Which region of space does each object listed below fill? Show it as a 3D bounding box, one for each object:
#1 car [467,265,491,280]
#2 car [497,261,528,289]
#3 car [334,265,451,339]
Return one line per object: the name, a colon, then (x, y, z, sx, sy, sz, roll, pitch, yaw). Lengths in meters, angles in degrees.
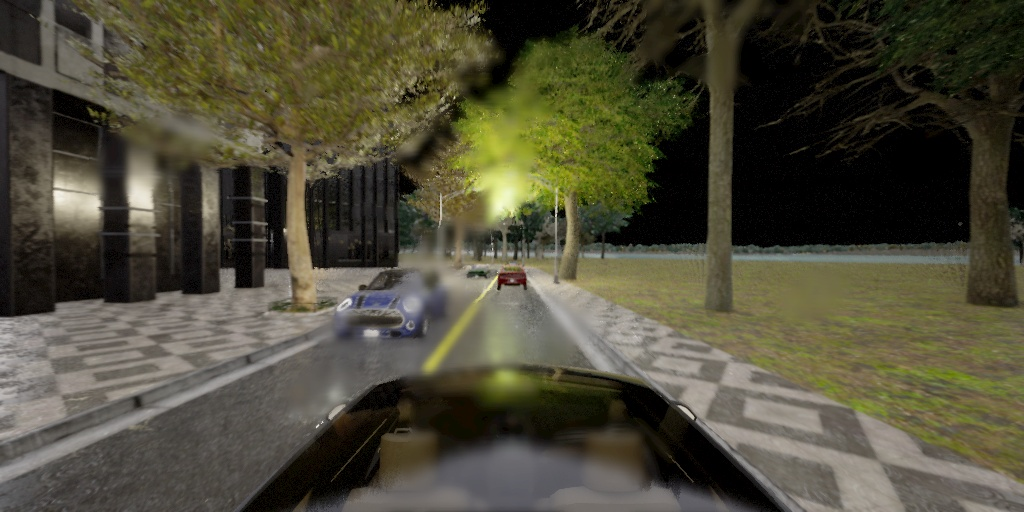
car: (-3.076, 1.491, 33.857, 1.895, 1.301, 4.718, 0, 0, 0)
car: (0.028, 1.343, 24.153, 1.882, 1.535, 5.008, 0, 0, 0)
car: (-3.089, 1.151, 10.196, 2.097, 1.767, 4.553, 0, 0, 0)
